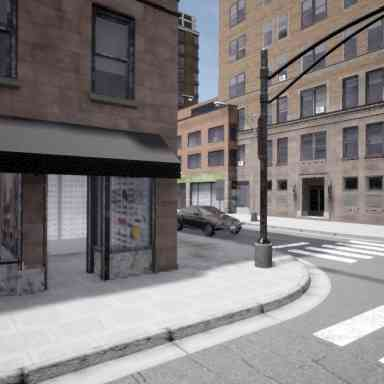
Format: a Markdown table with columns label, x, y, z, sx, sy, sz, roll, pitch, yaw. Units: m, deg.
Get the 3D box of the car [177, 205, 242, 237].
| label | x | y | z | sx | sy | sz | roll | pitch | yaw |
| --- | --- | --- | --- | --- | --- | --- | --- | --- | --- |
| car | 0.651 | 1.445 | 17.944 | 1.812 | 1.442 | 4.674 | 0 | 0 | -34 |
